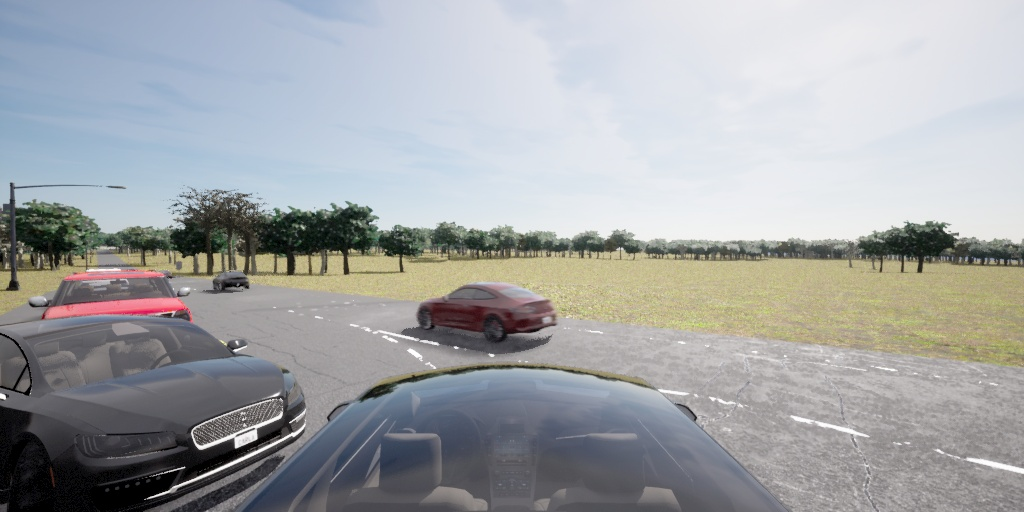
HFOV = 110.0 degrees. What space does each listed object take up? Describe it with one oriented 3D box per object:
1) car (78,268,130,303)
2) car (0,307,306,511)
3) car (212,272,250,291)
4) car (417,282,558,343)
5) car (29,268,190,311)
[{"bbox_3d":[-28.082,1.889,24.687,5.566,2.045,2.150,-2,0,41],"label":"car"},{"bbox_3d":[-4.564,1.445,3.981,4.892,1.490,1.837,-3,-3,21],"label":"car"},{"bbox_3d":[-23.585,2.083,30.043,4.892,1.490,1.837,-2,0,41],"label":"car"},{"bbox_3d":[-0.862,1.488,10.448,4.674,1.442,1.812,-2,-1,41],"label":"car"},{"bbox_3d":[-9.480,1.385,8.621,5.566,2.045,2.150,-2,0,41],"label":"car"}]
